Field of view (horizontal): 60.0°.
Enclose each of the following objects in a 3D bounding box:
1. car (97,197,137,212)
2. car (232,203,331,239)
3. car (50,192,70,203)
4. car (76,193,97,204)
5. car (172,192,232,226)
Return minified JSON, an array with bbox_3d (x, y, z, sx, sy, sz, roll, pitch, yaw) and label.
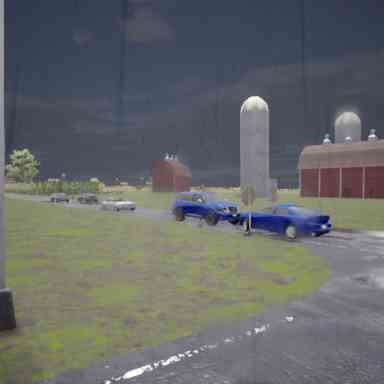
[{"bbox_3d":[-7.243,1.217,32.709,1.895,1.301,4.718,0,1,-37],"label":"car"},{"bbox_3d":[4.498,1.354,16.828,1.882,1.535,5.008,-1,2,-33],"label":"car"},{"bbox_3d":[-19.600,0.855,49.211,1.837,1.490,4.892,0,1,-37],"label":"car"},{"bbox_3d":[-15.138,0.883,47.874,1.837,1.490,4.892,0,1,-37],"label":"car"},{"bbox_3d":[0.864,1.015,22.085,2.150,2.045,5.566,0,1,-38],"label":"car"}]
